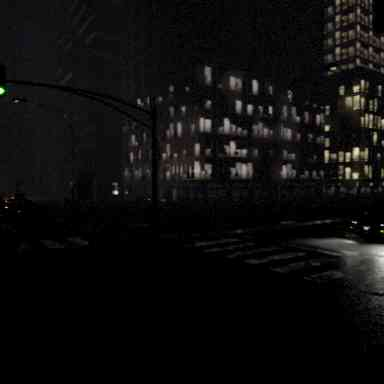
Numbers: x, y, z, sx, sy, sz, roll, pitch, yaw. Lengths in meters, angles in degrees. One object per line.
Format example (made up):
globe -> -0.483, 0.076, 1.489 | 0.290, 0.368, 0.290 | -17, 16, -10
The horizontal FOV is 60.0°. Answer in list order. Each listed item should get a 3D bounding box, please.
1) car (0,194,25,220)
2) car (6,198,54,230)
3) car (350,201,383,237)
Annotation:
car -> -12.589, 1.160, 24.035 | 1.967, 1.590, 4.097 | -3, 2, -35
car -> -9.346, 1.308, 19.415 | 1.887, 1.381, 4.507 | -3, 2, -35
car -> 8.981, 1.164, 14.705 | 4.892, 1.490, 1.837 | -1, 2, -34
